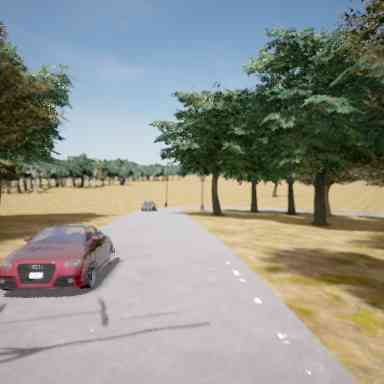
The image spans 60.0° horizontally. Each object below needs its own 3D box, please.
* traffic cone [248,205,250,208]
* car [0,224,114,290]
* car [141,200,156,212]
[{"bbox_3d":[15.322,3.871,88.794,0.340,0.580,0.340,2,2,-22],"label":"traffic cone"},{"bbox_3d":[-3.412,1.604,9.070,1.994,1.385,4.181,0,0,-3],"label":"car"},{"bbox_3d":[-6.610,2.064,50.919,2.097,1.767,4.553,-1,-1,-2],"label":"car"}]
